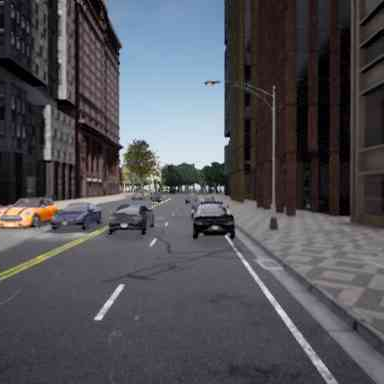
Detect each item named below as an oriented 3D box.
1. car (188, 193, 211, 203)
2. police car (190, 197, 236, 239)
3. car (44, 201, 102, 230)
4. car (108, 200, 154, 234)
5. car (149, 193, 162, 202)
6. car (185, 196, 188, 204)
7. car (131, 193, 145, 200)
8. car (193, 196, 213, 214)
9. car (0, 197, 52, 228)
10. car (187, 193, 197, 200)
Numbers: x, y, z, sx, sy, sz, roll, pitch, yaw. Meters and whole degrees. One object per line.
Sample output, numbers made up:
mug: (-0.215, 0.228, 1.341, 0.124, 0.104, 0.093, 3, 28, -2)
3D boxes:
car: (0.968, 1.096, 26.382, 2.097, 1.767, 4.553, 0, 1, 0)
police car: (0.970, 1.265, 16.522, 1.930, 1.638, 5.238, 0, 1, 0)
car: (-6.605, 1.337, 19.564, 1.812, 1.442, 4.674, 0, 1, 0)
car: (-3.141, 1.354, 17.705, 1.812, 1.442, 4.674, 0, 1, 0)
car: (-6.570, 0.925, 59.921, 1.837, 1.490, 4.892, 0, 1, 0)
car: (-0.011, 1.070, 51.039, 1.994, 1.385, 4.181, 0, 1, 0)
car: (-9.814, 0.938, 60.733, 1.812, 1.442, 4.674, 0, 1, 1)
car: (0.968, 1.213, 32.413, 1.812, 1.442, 4.674, 0, 1, 0)
car: (-9.854, 1.156, 20.294, 2.097, 1.767, 4.553, 0, 1, 0)
car: (-0.016, 0.890, 68.307, 2.033, 1.411, 5.357, 0, 1, 0)
